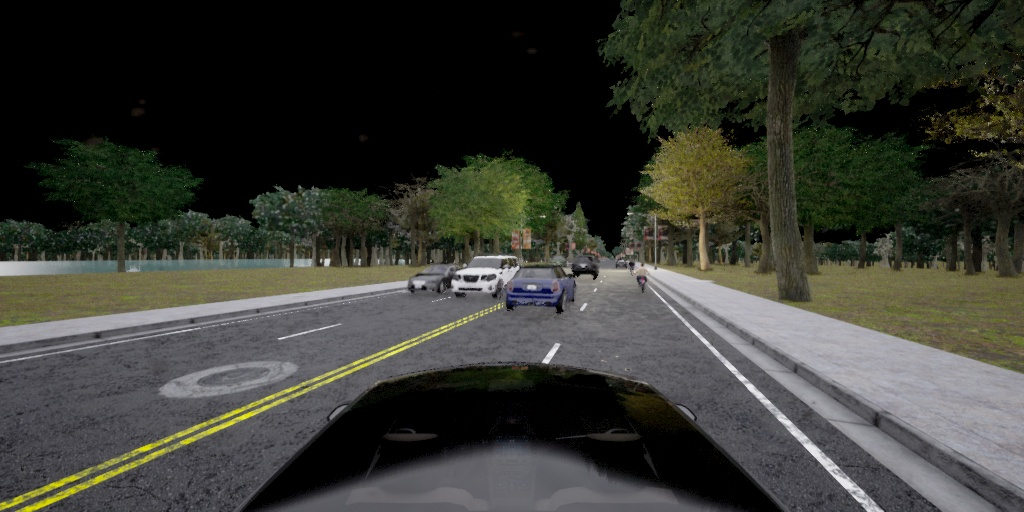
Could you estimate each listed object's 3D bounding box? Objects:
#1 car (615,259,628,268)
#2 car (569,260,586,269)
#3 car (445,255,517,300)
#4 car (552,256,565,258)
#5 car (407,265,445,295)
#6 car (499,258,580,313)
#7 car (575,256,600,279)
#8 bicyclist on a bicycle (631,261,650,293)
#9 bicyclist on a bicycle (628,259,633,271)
[{"bbox_3d":[18.862,1.314,61.870,1.812,1.442,4.674,0,0,17],"label":"car"},{"bbox_3d":[10.364,1.321,56.777,2.033,1.411,5.357,0,0,17],"label":"car"},{"bbox_3d":[-1.075,0.974,18.431,2.150,2.045,5.566,0,0,17],"label":"car"},{"bbox_3d":[7.465,0.995,58.407,2.150,2.045,5.566,0,0,17],"label":"car"},{"bbox_3d":[-3.953,1.243,20.152,2.128,1.511,4.902,0,0,17],"label":"car"},{"bbox_3d":[1.309,1.105,14.371,2.097,1.767,4.553,0,0,17],"label":"car"},{"bbox_3d":[6.757,0.978,32.634,2.150,2.045,5.566,0,0,17],"label":"car"},{"bbox_3d":[7.101,1.193,19.570,0.866,1.612,1.509,0,0,16],"label":"bicyclist on a bicycle"},{"bbox_3d":[11.600,1.130,34.733,0.659,1.776,1.843,0,0,17],"label":"bicyclist on a bicycle"}]
